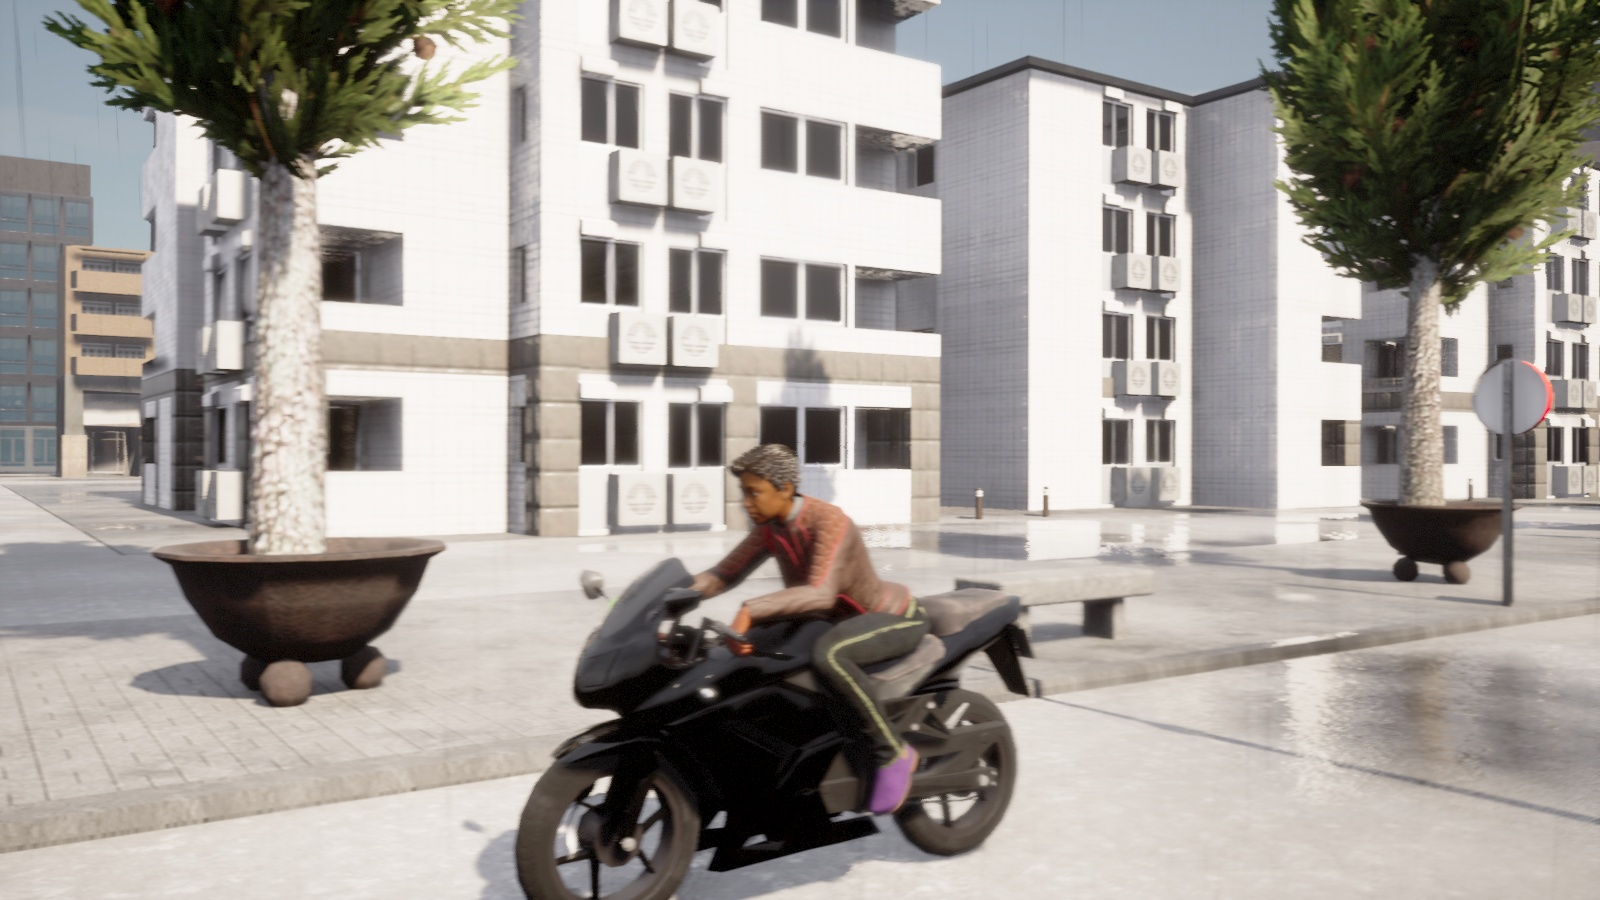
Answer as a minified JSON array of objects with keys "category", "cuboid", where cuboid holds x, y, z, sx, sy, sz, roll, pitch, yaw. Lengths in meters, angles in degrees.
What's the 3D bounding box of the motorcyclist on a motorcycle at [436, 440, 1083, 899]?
[{"category":"motorcyclist on a motorcycle","cuboid":[-0.071,0.737,4.187,2.044,1.523,0.797,0,0,-34]}]
